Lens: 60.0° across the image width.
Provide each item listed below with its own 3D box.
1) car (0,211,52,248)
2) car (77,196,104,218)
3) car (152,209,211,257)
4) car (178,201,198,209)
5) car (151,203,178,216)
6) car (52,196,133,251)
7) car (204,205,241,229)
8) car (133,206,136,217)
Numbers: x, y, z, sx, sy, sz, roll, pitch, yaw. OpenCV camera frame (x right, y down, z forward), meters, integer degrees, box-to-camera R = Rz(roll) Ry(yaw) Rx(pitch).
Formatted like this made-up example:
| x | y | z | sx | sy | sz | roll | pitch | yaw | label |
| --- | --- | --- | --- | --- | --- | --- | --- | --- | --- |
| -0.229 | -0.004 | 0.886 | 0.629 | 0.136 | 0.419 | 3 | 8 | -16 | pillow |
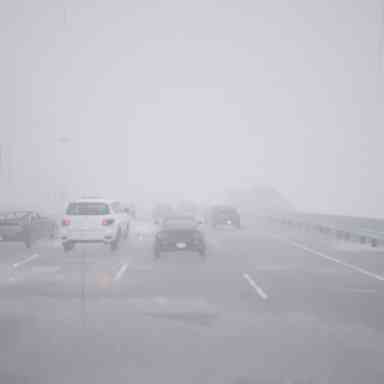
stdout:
| x | y | z | sx | sy | sz | roll | pitch | yaw | label |
| --- | --- | --- | --- | --- | --- | --- | --- | --- | --- |
| -7.714 | 1.604 | 15.353 | 2.128 | 1.511 | 4.902 | 0 | 0 | -5 | car |
| -10.441 | 1.461 | 34.651 | 2.150 | 2.045 | 5.566 | 0 | 0 | -11 | car |
| -0.530 | 1.612 | 13.343 | 1.812 | 1.442 | 4.674 | 0 | 0 | -4 | car |
| -0.609 | 1.796 | 38.964 | 2.033 | 1.411 | 5.357 | 0 | 0 | -12 | car |
| -2.777 | 1.769 | 31.539 | 1.994 | 1.385 | 4.181 | 0 | 0 | -9 | car |
| -4.140 | 1.324 | 14.935 | 2.150 | 2.045 | 5.566 | 0 | 0 | -5 | car |
| 2.011 | 1.647 | 23.080 | 1.837 | 1.490 | 4.892 | 0 | -1 | -7 | car |
| -6.627 | 1.825 | 33.315 | 1.895 | 1.301 | 4.718 | 0 | 0 | -10 | car |
